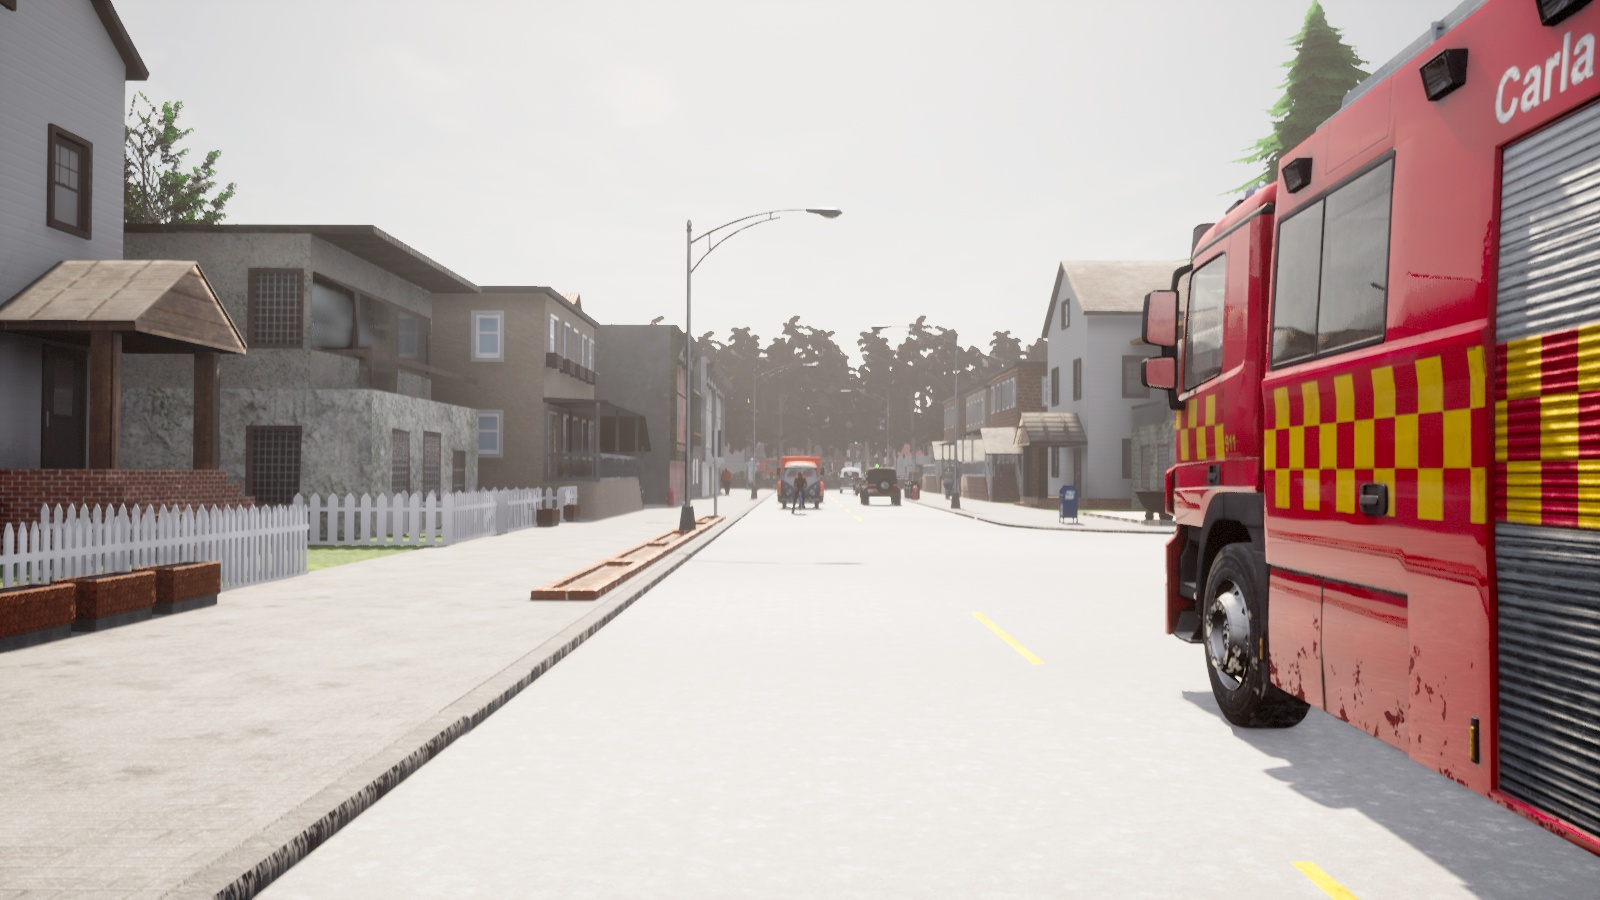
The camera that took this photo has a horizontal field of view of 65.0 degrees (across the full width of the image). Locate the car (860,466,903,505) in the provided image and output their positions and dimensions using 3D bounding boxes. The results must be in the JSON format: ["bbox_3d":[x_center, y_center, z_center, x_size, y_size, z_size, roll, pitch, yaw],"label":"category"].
[{"bbox_3d":[4.042,1.759,63.117,1.905,1.878,3.866,0,-1,0],"label":"car"}]

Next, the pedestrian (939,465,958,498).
[{"bbox_3d":[8.466,1.813,71.689,0.874,1.855,0.900,-1,-1,21],"label":"pedestrian"}]

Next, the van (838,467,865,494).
[{"bbox_3d":[4.012,2.341,98.453,2.069,2.038,4.480,0,-1,2],"label":"van"}]

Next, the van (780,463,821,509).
[{"bbox_3d":[0.038,1.610,56.467,1.775,1.987,4.442,0,-1,0],"label":"van"}]

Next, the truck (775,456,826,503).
[{"bbox_3d":[0.044,1.574,67.547,2.627,2.467,5.204,0,-1,0],"label":"truck"}]

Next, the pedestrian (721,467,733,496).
[{"bbox_3d":[-4.778,2.054,81.889,0.634,1.844,0.899,0,-1,-13],"label":"pedestrian"}]

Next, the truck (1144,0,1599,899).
[{"bbox_3d":[3.928,-0.262,5.487,2.891,3.827,8.468,0,-1,3],"label":"truck"}]
